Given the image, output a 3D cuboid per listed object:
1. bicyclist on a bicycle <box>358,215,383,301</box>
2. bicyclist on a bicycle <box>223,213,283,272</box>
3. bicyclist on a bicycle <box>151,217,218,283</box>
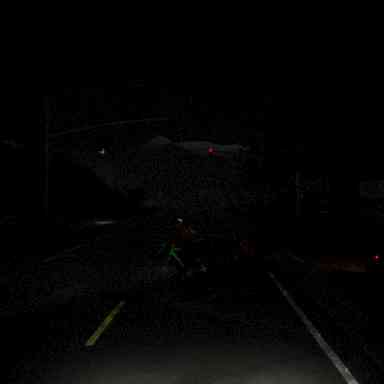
[{"bbox_3d":[3.754,1.305,6.874,0.582,1.620,1.656,0,-1,19],"label":"bicyclist on a bicycle"},{"bbox_3d":[1.692,1.422,9.305,1.656,1.620,0.582,-1,0,5],"label":"bicyclist on a bicycle"},{"bbox_3d":[-0.193,1.450,8.216,1.656,1.620,0.582,-1,0,0],"label":"bicyclist on a bicycle"}]
